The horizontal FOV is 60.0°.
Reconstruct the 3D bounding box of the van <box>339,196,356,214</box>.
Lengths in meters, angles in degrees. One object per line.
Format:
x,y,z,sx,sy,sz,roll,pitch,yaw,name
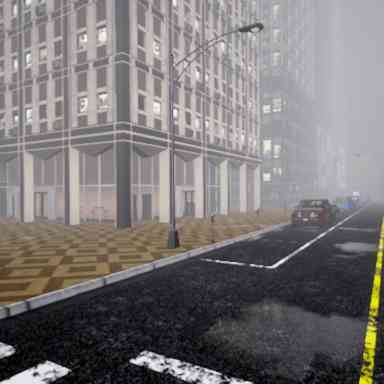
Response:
16.635,1.410,36.565,1.690,1.788,3.998,-1,-1,30,van

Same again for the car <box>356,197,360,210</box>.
19.447,1.659,41.346,1.802,1.307,4.206,-1,-1,30,car

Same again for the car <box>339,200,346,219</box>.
10.977,1.618,27.020,1.947,1.339,4.313,-1,-1,30,car

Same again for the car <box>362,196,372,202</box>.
41.924,1.687,79.617,1.887,1.381,4.507,-1,-1,30,car

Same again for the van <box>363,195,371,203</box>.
36.302,1.467,70.051,1.690,1.788,3.998,-1,-1,30,van

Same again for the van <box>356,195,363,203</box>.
22.254,1.427,46.132,1.690,1.788,3.998,-1,-1,30,van

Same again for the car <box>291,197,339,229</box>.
8.125,1.359,22.263,2.192,1.841,5.009,-1,-1,30,car
